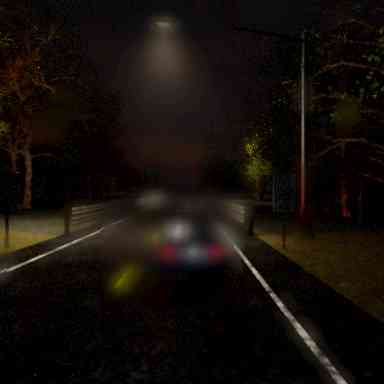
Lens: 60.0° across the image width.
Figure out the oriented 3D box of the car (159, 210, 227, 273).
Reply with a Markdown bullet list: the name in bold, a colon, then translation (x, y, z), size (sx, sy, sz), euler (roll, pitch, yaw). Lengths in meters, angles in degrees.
- **car**: translation (0.041, 1.534, 10.635), size (2.033, 1.411, 5.357), euler (0, 0, 0)

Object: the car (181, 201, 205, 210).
- **car**: translation (0.076, 1.455, 27.758), size (2.128, 1.511, 4.902), euler (0, 0, 1)
